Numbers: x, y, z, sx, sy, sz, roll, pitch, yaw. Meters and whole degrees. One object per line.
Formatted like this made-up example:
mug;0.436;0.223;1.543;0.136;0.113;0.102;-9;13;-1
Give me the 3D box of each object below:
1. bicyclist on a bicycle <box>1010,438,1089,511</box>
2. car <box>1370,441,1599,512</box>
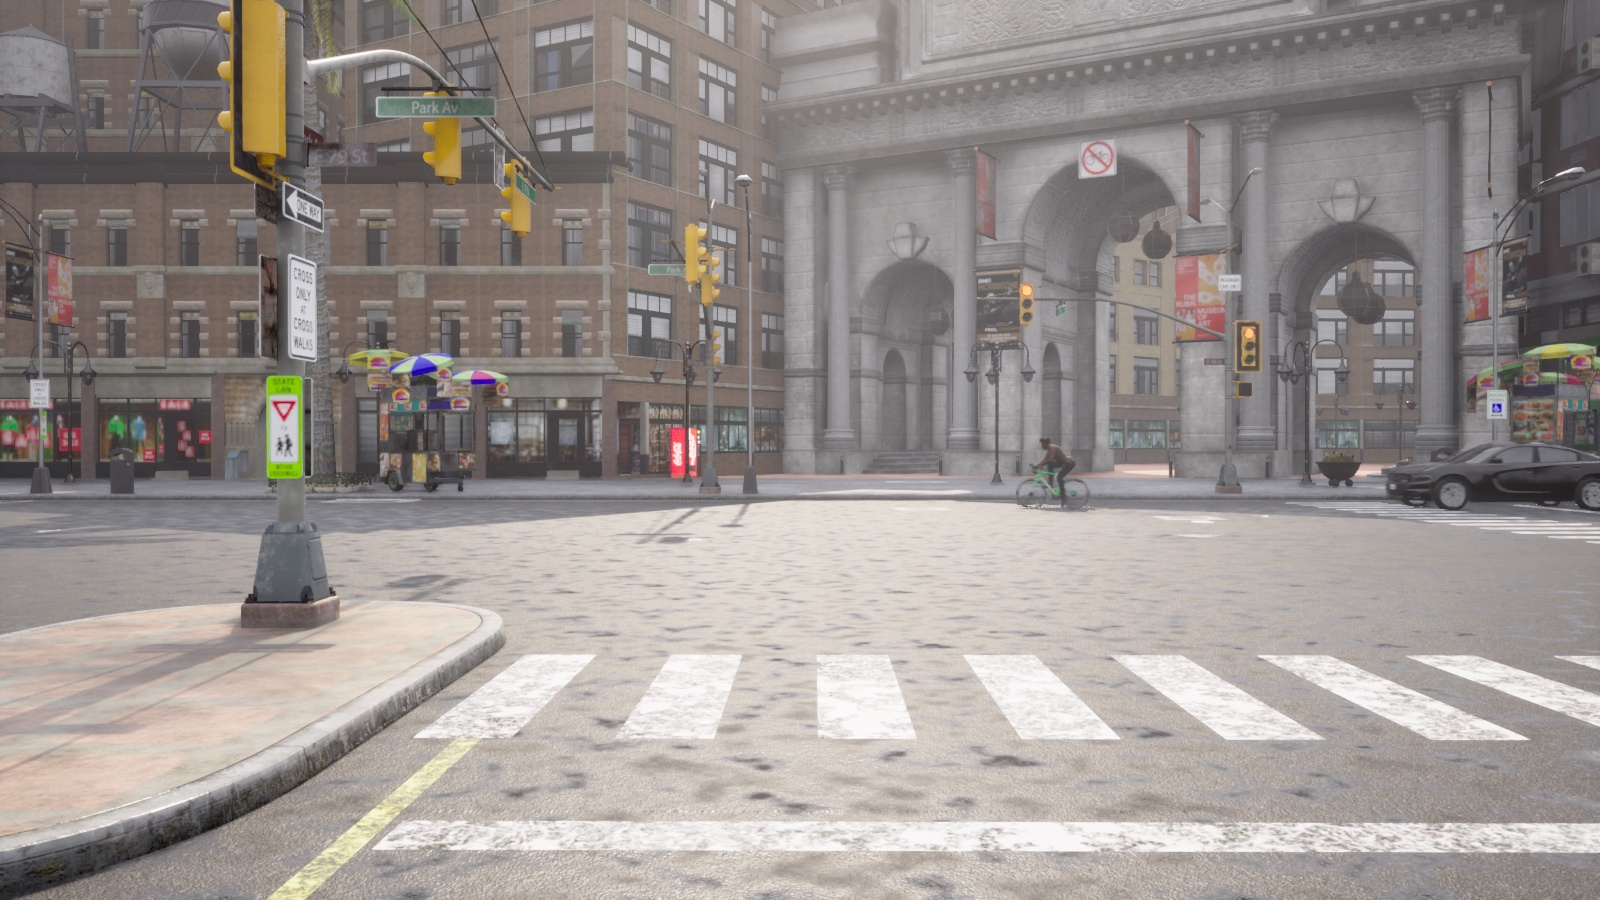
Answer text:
bicyclist on a bicycle;5.620;0.544;28.335;1.656;1.620;0.582;0;0;1
car;15.743;0.578;28.192;5.008;1.535;1.882;0;0;1
